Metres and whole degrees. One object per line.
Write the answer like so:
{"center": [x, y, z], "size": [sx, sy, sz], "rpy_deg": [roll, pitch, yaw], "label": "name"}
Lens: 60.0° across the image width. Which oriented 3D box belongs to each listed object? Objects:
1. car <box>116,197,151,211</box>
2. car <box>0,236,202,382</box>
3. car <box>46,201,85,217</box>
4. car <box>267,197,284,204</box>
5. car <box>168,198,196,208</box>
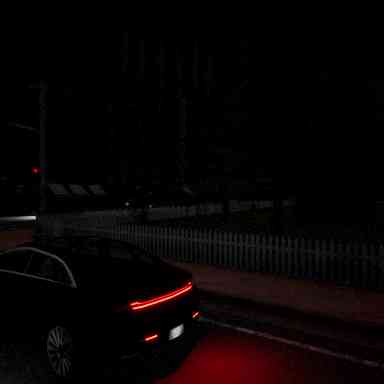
{"center": [-6.991, 1.352, 39.911], "size": [2.097, 1.767, 4.553], "rpy_deg": [0, 0, 34], "label": "car"}
{"center": [-2.153, 1.491, 5.477], "size": [4.902, 1.511, 2.128], "rpy_deg": [0, 0, 36], "label": "car"}
{"center": [-12.409, 1.564, 31.888], "size": [1.994, 1.385, 4.181], "rpy_deg": [0, 0, 34], "label": "car"}
{"center": [15.180, 1.547, 59.910], "size": [2.033, 1.411, 5.357], "rpy_deg": [0, 0, 34], "label": "car"}
{"center": [-1.432, 1.601, 48.131], "size": [1.895, 1.301, 4.718], "rpy_deg": [0, 0, 34], "label": "car"}
